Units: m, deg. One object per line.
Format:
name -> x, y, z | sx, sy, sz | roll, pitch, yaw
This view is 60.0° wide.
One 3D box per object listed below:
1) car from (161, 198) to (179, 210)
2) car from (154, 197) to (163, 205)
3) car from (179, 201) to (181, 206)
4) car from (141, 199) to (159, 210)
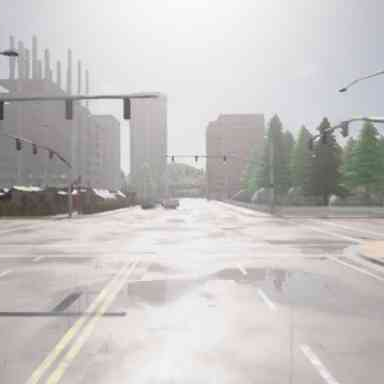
car -> -3.566, 2.080, 54.690 | 1.882, 1.535, 5.008 | 0, -1, 0
car -> -6.997, 2.003, 69.547 | 2.150, 2.045, 5.566 | 0, -1, 0
car -> -3.495, 2.266, 70.098 | 1.837, 1.490, 4.892 | 0, -1, 0
car -> -7.068, 2.214, 54.103 | 1.895, 1.301, 4.718 | 0, -1, 1
